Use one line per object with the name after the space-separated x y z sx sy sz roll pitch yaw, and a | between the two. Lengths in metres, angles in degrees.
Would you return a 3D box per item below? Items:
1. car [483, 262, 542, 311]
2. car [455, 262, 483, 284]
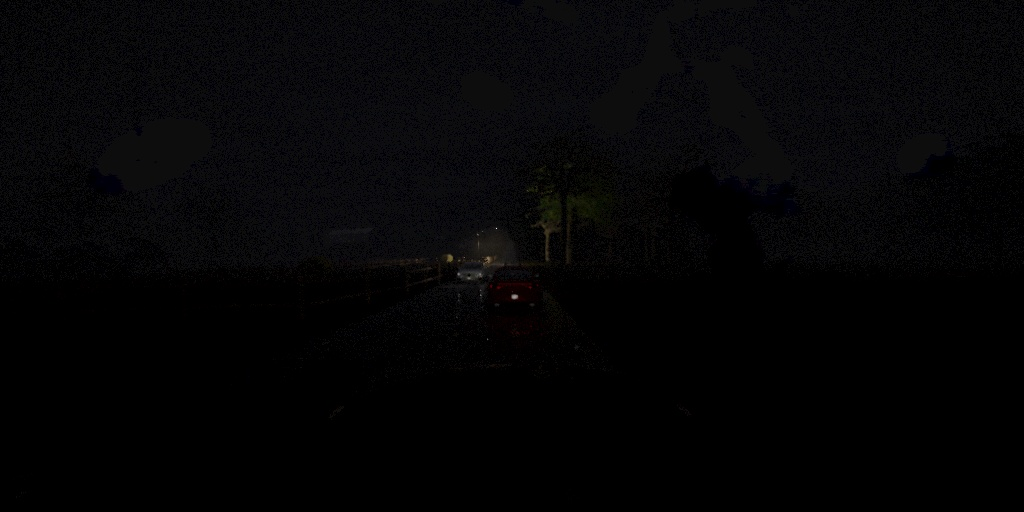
0.084 1.138 14.042 1.882 1.535 5.008 0 0 0 | car
-2.764 1.151 25.354 1.812 1.442 4.674 0 0 0 | car
